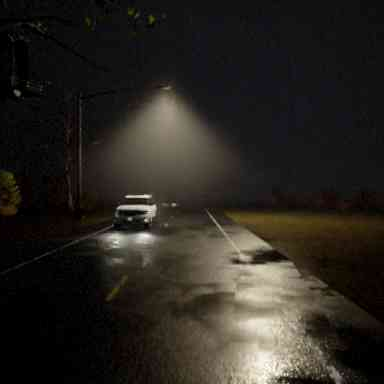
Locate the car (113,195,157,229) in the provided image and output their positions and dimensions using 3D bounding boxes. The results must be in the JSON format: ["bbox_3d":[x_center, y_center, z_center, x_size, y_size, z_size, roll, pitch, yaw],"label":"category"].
[{"bbox_3d":[-3.592,1.210,22.015,2.150,2.045,5.566,0,0,0],"label":"car"}]

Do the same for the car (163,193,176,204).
[{"bbox_3d":[-4.234,1.193,63.862,2.150,2.045,5.566,0,0,-2],"label":"car"}]
